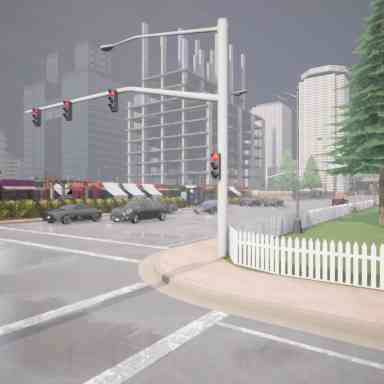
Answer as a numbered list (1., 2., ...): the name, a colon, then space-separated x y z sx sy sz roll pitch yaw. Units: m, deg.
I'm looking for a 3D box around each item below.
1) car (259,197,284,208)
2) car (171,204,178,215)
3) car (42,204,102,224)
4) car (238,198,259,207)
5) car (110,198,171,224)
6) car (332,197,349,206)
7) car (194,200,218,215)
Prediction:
1. car: 12.072 1.506 48.893 1.837 1.490 4.892 0 0 35
2. car: -3.532 1.547 32.159 2.033 1.411 5.357 0 0 34
3. car: -8.721 1.564 24.479 1.994 1.385 4.181 0 0 34
4. car: 8.863 1.547 50.402 2.033 1.411 5.357 0 0 35
5. car: -4.008 1.352 25.202 2.097 1.767 4.553 0 0 34
6. car: 23.959 1.478 53.738 1.882 1.535 5.008 0 0 34
7. car: 2.015 1.525 34.093 1.812 1.442 4.674 0 0 34
